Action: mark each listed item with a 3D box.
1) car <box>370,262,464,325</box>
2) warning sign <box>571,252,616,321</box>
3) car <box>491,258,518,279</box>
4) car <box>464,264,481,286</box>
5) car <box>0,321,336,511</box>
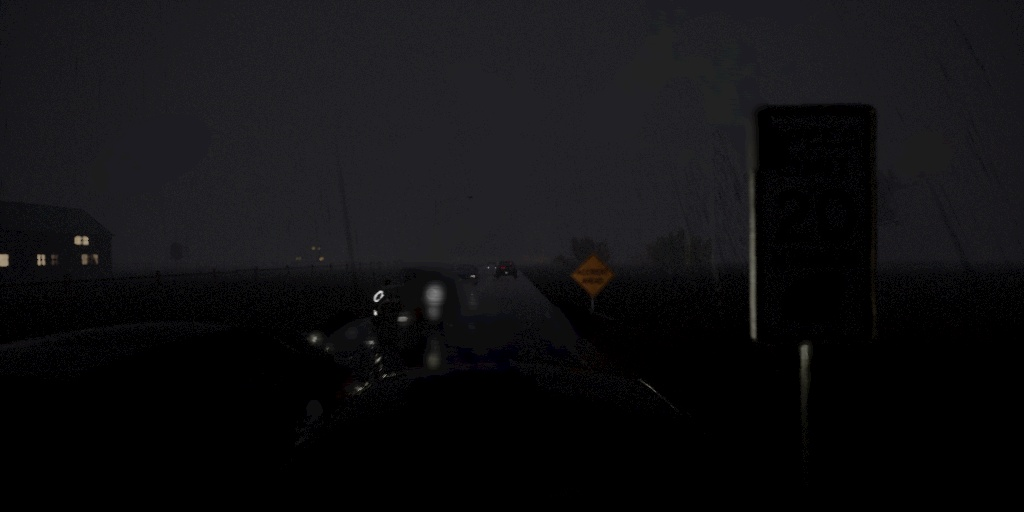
[{"bbox_3d":[-3.011,1.124,12.010,2.097,1.767,4.553,-1,0,-1],"label":"car"},{"bbox_3d":[2.329,0.827,10.261,1.300,1.860,1.060,0,0,-1],"label":"warning sign"},{"bbox_3d":[-0.490,1.211,32.528,2.128,1.511,4.902,-1,0,-1],"label":"car"},{"bbox_3d":[-3.236,1.285,25.081,1.812,1.442,4.674,-1,0,-2],"label":"car"},{"bbox_3d":[-2.830,1.287,2.056,1.837,1.490,4.892,-1,0,-1],"label":"car"}]
